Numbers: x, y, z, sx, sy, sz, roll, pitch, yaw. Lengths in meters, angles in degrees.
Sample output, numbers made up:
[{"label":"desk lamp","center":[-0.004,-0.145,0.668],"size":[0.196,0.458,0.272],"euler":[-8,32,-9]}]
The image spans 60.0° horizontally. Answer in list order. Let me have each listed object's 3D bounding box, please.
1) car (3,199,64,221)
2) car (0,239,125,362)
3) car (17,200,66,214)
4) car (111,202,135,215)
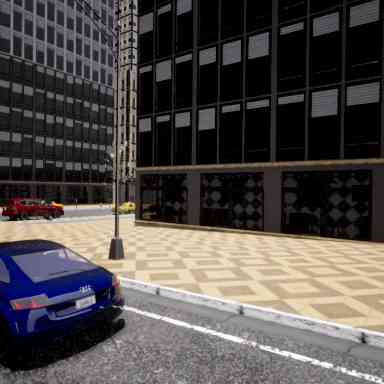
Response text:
[{"label":"car","center":[-13.798,1.520,29.153],"size":[2.192,1.841,5.009],"euler":[1,0,36]},{"label":"car","center":[-3.195,1.561,5.944],"size":[4.181,1.385,1.994],"euler":[0,0,34]},{"label":"car","center":[-17.331,1.643,38.515],"size":[1.752,1.417,4.829],"euler":[1,0,36]},{"label":"car","center":[-7.036,1.830,38.390],"size":[1.752,1.417,4.829],"euler":[1,0,36]}]
